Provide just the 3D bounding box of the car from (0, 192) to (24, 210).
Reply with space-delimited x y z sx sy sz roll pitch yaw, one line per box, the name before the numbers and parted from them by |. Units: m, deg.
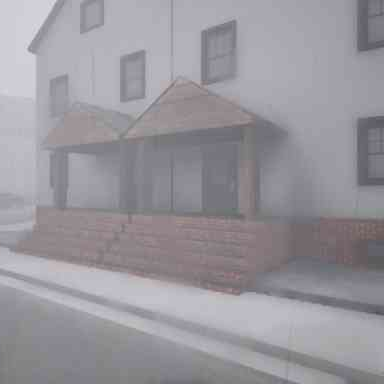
car | -16.122 0.875 26.721 1.837 1.490 4.892 0 7 35
